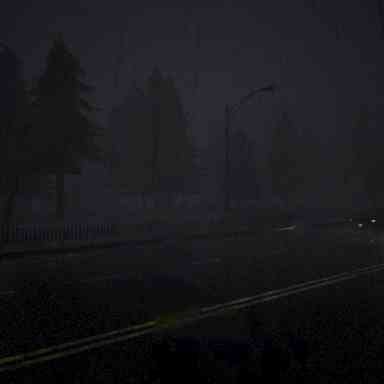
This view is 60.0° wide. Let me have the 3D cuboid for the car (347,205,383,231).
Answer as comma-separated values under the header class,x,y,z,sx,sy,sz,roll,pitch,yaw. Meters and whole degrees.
class,x,y,z,sx,sy,sz,roll,pitch,yaw
car,11.972,1.544,20.827,5.357,1.411,2.033,0,0,-35
